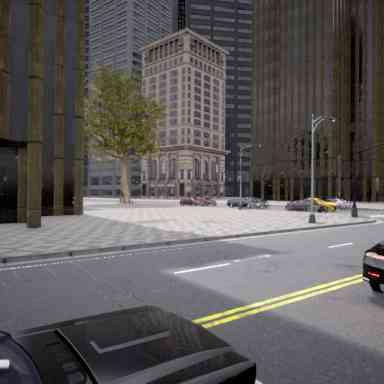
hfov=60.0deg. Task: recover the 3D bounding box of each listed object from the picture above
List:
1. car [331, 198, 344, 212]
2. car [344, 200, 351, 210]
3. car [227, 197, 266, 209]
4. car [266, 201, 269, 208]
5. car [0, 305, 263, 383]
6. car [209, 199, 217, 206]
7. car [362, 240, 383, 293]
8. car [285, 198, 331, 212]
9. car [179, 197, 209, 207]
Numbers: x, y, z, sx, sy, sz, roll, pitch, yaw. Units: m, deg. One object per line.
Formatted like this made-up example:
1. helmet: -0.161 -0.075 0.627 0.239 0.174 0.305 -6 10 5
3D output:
1. car: 14.395 1.462 38.573 1.882 1.535 5.008 1 0 -38
2. car: 18.582 1.577 44.100 1.812 1.442 4.674 1 0 -38
3. car: 6.655 1.444 42.985 2.128 1.511 4.902 1 0 -40
4. car: 8.414 1.476 45.945 2.128 1.511 4.902 1 0 -40
5. car: -1.706 1.601 2.224 4.718 1.301 1.895 0 0 -36
6. car: 1.914 1.507 53.541 1.812 1.442 4.674 1 0 -41
7. car: 5.816 1.492 7.584 4.902 1.511 2.128 0 0 -35
8. car: 12.245 1.516 36.038 1.994 1.385 4.181 1 0 -39
9. car: -0.027 1.475 50.839 1.812 1.442 4.674 1 0 -41
